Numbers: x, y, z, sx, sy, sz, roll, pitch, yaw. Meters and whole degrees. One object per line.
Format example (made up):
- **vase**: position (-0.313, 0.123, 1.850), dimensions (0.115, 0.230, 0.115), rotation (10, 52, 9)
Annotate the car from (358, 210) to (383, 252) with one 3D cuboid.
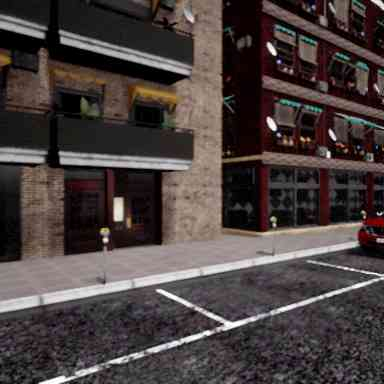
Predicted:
- **car**: position (8.318, 1.288, 12.490), dimensions (5.009, 1.841, 2.192), rotation (0, 0, -35)
